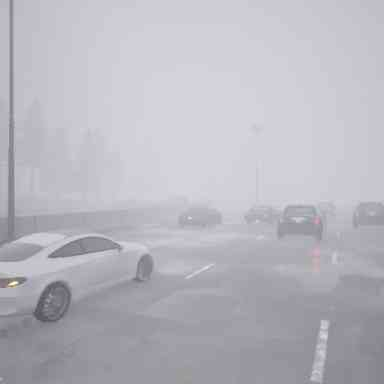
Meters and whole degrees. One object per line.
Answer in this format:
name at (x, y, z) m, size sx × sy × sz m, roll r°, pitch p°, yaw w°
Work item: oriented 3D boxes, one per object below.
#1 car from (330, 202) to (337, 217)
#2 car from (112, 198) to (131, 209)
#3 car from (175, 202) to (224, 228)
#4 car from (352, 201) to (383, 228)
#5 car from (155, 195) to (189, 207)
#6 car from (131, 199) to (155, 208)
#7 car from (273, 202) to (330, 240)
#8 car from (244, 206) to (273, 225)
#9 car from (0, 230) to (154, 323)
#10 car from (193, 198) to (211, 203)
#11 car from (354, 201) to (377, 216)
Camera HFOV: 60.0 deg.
car at (13.234, 1.660, 33.026) m, size 2.033 × 1.411 × 5.357 m, roll 0°, pitch 0°, yaw 27°
car at (-9.784, 1.700, 49.698) m, size 1.882 × 1.535 × 5.008 m, roll 0°, pitch -1°, yaw 29°
car at (0.704, 1.658, 23.061) m, size 1.994 × 1.385 × 4.181 m, roll 0°, pitch 0°, yaw 25°
car at (11.905, 1.424, 22.273) m, size 2.097 × 1.767 × 4.553 m, roll 0°, pitch 0°, yaw 25°
car at (-2.476, 1.428, 48.480) m, size 2.150 × 2.045 × 5.566 m, roll 0°, pitch -1°, yaw 29°
car at (-6.425, 1.776, 48.547) m, size 1.994 × 1.385 × 4.181 m, roll 0°, pitch 0°, yaw 29°
car at (5.925, 1.415, 17.649) m, size 2.097 × 1.767 × 4.553 m, roll 0°, pitch 0°, yaw 25°
car at (5.454, 1.694, 25.006) m, size 1.895 × 1.301 × 4.718 m, roll 0°, pitch 0°, yaw 25°
car at (-2.646, 1.561, 7.329) m, size 1.812 × 1.442 × 4.674 m, roll 0°, pitch 0°, yaw 25°
car at (1.813, 1.680, 48.959) m, size 1.882 × 1.535 × 5.008 m, roll 0°, pitch -1°, yaw 30°
car at (18.510, 1.677, 35.430) m, size 1.994 × 1.385 × 4.181 m, roll 0°, pitch 0°, yaw 28°
